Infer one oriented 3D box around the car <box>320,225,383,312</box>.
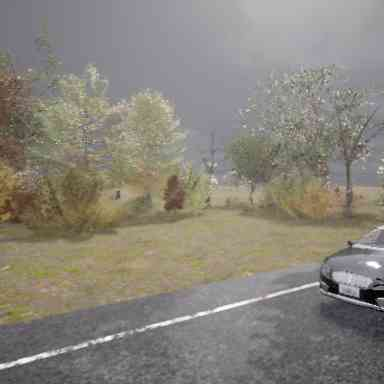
[{"bbox_3d":[4.816,1.492,7.333,4.902,1.511,2.128,0,0,-35],"label":"car"}]
